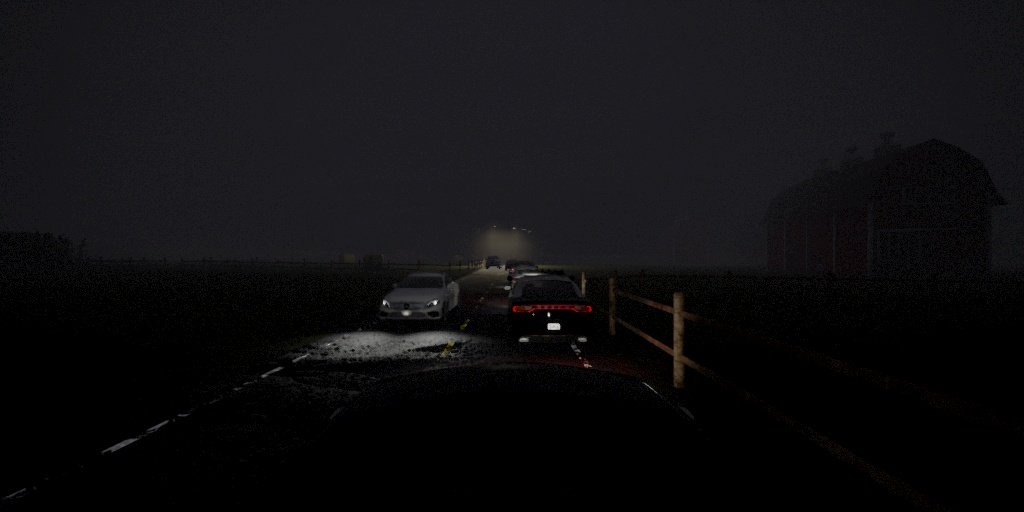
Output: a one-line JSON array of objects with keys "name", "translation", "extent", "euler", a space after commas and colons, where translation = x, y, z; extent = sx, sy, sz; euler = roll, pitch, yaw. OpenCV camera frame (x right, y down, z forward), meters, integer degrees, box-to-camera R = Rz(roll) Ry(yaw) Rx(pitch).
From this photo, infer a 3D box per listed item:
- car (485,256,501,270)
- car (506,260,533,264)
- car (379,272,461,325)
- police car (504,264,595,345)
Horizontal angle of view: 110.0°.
[{"name": "car", "translation": [-2.788, 0.962, 53.886], "extent": [2.150, 2.045, 5.566], "euler": [0, 0, 0]}, {"name": "car", "translation": [0.806, 1.099, 25.467], "extent": [2.097, 1.767, 4.553], "euler": [0, 0, 0]}, {"name": "car", "translation": [-2.856, 1.275, 12.024], "extent": [1.812, 1.442, 4.674], "euler": [0, 0, 0]}, {"name": "police car", "translation": [0.819, 1.174, 9.607], "extent": [1.930, 1.638, 5.238], "euler": [0, 0, 0]}]
